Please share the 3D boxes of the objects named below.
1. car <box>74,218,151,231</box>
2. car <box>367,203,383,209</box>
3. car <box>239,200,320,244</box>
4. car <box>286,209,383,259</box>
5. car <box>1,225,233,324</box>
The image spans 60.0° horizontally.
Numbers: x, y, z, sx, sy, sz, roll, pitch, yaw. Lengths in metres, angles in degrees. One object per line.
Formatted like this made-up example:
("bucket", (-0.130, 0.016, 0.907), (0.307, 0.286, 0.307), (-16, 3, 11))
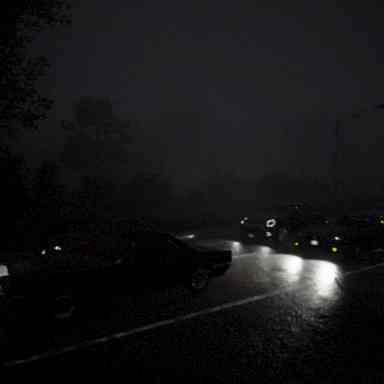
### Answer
("car", (-2.628, 1.547, 10.711), (4.181, 1.385, 1.994), (0, 0, -35))
("car", (12.490, 1.423, 21.471), (4.181, 1.385, 1.994), (-2, 1, -35))
("car", (4.380, 1.297, 15.703), (4.553, 1.767, 2.097), (0, 0, -36))
("car", (5.730, 1.513, 12.380), (4.181, 1.385, 1.994), (0, 0, -36))
("car", (-1.443, 1.588, 7.261), (4.718, 1.301, 1.895), (0, 0, -35))
